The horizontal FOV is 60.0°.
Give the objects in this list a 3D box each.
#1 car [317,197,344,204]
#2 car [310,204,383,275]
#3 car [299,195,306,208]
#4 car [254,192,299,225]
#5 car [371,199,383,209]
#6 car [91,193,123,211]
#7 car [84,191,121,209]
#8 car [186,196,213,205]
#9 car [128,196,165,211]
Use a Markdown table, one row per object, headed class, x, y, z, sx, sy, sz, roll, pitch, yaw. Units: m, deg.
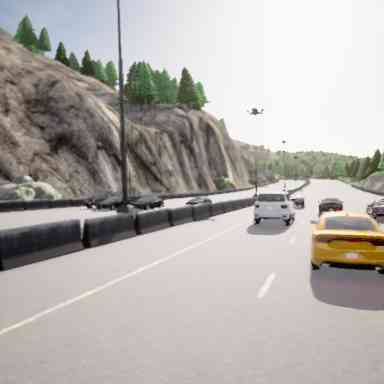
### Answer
| class | x | y | z | sx | sy | sz | roll | pitch | yaw |
| --- | --- | --- | --- | --- | --- | --- | --- | --- | --- |
| car | 11.926 | 1.173 | 28.586 | 1.837 | 1.490 | 4.892 | 0 | 1 | 21 |
| car | 4.748 | 1.355 | 10.297 | 1.882 | 1.535 | 5.008 | 0 | 1 | 21 |
| car | 12.475 | 1.048 | 39.562 | 2.128 | 1.511 | 4.902 | 0 | 0 | 21 |
| car | 5.552 | 0.982 | 21.938 | 2.150 | 2.045 | 5.566 | 0 | 1 | 22 |
| car | 13.983 | 1.249 | 24.246 | 2.033 | 1.411 | 5.357 | 0 | 1 | 21 |
| car | -8.147 | 1.165 | 35.440 | 1.882 | 1.535 | 5.008 | 0 | 1 | 22 |
| car | -10.315 | 0.878 | 39.480 | 2.150 | 2.045 | 5.566 | 0 | 1 | 22 |
| car | 1.057 | 1.154 | 39.656 | 2.033 | 1.411 | 5.357 | 0 | 1 | 22 |
| car | -4.598 | 1.155 | 34.899 | 1.882 | 1.535 | 5.008 | 0 | 1 | 22 |
